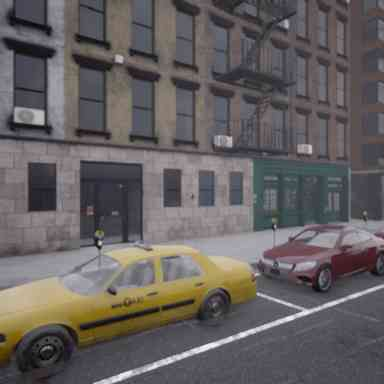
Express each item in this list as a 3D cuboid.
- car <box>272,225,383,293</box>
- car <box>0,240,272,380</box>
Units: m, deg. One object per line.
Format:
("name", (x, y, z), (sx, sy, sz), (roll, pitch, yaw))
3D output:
("car", (3.588, 1.568, 8.768), (4.206, 1.307, 1.802), (0, 0, -36))
("car", (-1.037, 1.521, 5.454), (4.829, 1.417, 1.752), (0, 0, -36))
